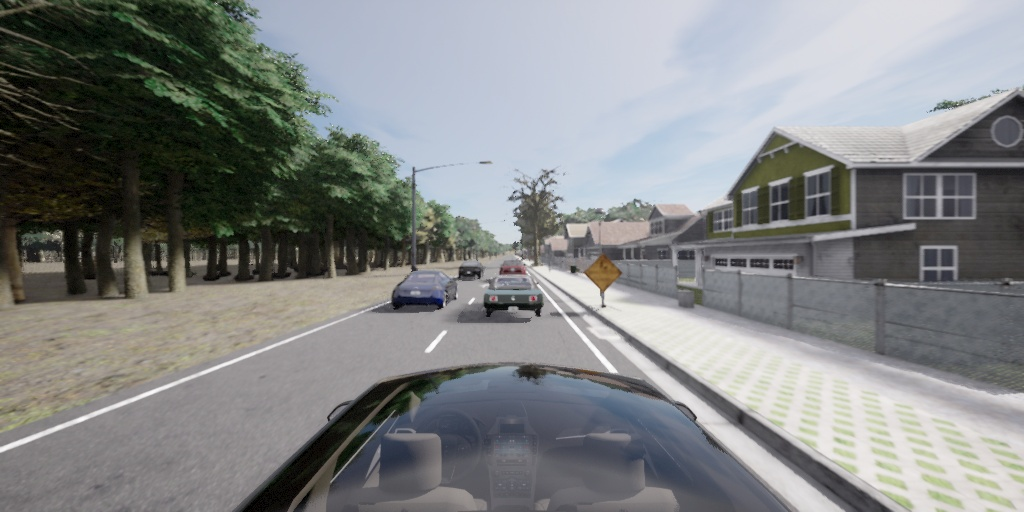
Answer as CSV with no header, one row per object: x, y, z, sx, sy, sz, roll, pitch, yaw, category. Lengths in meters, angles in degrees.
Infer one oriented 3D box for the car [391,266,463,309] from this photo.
-3.434,1.283,14.806,1.994,1.385,4.181,0,0,0,car

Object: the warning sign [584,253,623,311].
3.046,0.841,12.001,1.300,1.860,1.060,0,0,0,warning sign

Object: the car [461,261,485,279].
-3.434,1.152,31.027,1.882,1.535,5.008,0,0,0,car

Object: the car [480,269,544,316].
0.059,1.324,13.146,1.895,1.301,4.718,0,0,0,car

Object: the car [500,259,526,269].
0.057,1.032,29.233,2.097,1.767,4.553,0,0,0,car
